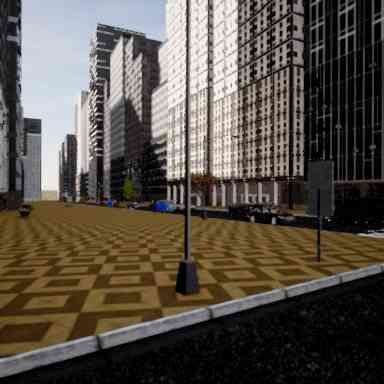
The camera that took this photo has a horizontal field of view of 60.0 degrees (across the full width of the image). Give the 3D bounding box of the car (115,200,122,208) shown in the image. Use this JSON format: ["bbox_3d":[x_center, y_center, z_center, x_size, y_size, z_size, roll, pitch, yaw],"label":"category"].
[{"bbox_3d":[-13.341,2.586,66.310,1.752,1.417,4.829,-1,-1,-26],"label":"car"}]

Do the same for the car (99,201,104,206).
[{"bbox_3d":[-23.183,3.035,86.727,1.887,1.381,4.507,-1,-1,-26],"label":"car"}]

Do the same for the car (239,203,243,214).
[{"bbox_3d":[6.739,1.836,30.654,1.837,1.490,4.892,0,-1,-26],"label":"car"}]

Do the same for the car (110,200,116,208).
[{"bbox_3d":[-15.856,2.714,71.529,1.887,1.381,4.507,-1,-1,-26],"label":"car"}]

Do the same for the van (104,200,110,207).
[{"bbox_3d":[-18.302,2.617,76.597,1.690,1.788,3.998,-1,-1,-26],"label":"van"}]

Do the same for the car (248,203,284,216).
[{"bbox_3d":[8.790,2.050,39.705,1.947,1.339,4.313,-1,-1,-26],"label":"car"}]

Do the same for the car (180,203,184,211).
[{"bbox_3d":[-3.424,2.258,51.843,1.837,1.490,4.892,0,-2,-25],"label":"car"}]

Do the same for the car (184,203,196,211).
[{"bbox_3d":[-1.193,2.389,54.360,1.895,1.301,4.718,0,-1,-25],"label":"car"}]

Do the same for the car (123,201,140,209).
[{"bbox_3d":[-10.971,2.510,61.397,2.008,1.369,4.403,-1,-1,-26],"label":"car"}]

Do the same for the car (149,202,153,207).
[{"bbox_3d":[-8.307,2.787,75.168,1.802,1.307,4.206,-1,-1,-26],"label":"car"}]

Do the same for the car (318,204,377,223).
[{"bbox_3d":[13.675,1.837,29.572,2.008,1.369,4.403,-1,-1,-26],"label":"car"}]

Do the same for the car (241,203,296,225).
[{"bbox_3d":[6.127,1.802,25.933,2.008,1.369,4.403,-1,-1,-26],"label":"car"}]

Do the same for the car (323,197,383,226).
[{"bbox_3d":[13.011,1.435,25.300,2.150,2.045,5.566,0,-1,-27],"label":"car"}]

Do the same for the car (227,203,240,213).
[{"bbox_3d":[6.348,2.150,44.771,1.947,1.339,4.313,-1,-1,-26],"label":"car"}]

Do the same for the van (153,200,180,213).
[{"bbox_3d":[-3.648,1.991,46.201,1.690,1.788,3.998,-1,-1,-26],"label":"van"}]
